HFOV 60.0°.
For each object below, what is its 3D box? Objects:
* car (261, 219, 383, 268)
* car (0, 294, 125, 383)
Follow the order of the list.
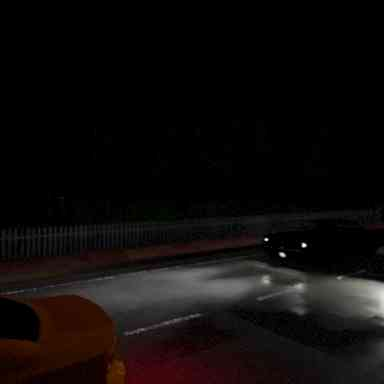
[{"bbox_3d":[4.597,1.629,11.500,4.718,1.301,1.895,0,0,-35],"label":"car"},{"bbox_3d":[-2.888,1.474,1.914,5.008,1.535,1.882,0,0,-35],"label":"car"}]
